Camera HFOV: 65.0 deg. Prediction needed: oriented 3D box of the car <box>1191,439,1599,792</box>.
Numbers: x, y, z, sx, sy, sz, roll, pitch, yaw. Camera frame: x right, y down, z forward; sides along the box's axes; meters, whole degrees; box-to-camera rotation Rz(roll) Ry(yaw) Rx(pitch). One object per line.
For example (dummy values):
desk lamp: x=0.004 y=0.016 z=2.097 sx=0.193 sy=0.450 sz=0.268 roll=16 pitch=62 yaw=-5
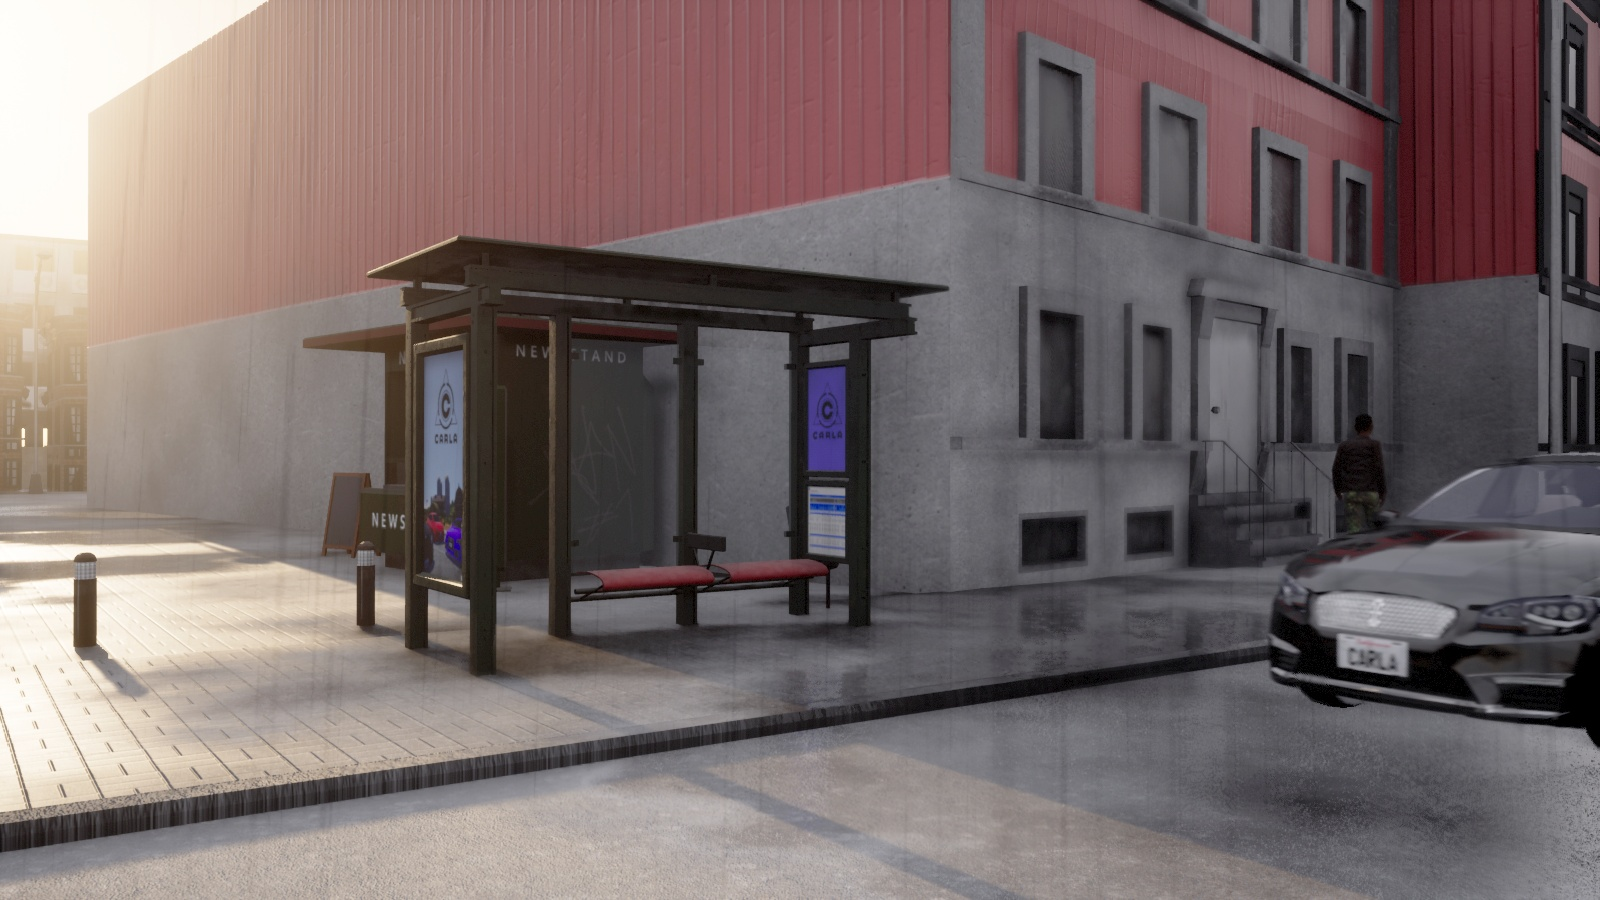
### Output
car: x=4.832 y=0.709 z=7.635 sx=4.902 sy=1.511 sz=2.128 roll=0 pitch=0 yaw=-35

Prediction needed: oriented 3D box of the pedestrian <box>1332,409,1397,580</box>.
pedestrian: x=6.244 y=0.475 z=13.884 sx=0.431 sy=1.840 sz=0.703 roll=0 pitch=0 yaw=45
